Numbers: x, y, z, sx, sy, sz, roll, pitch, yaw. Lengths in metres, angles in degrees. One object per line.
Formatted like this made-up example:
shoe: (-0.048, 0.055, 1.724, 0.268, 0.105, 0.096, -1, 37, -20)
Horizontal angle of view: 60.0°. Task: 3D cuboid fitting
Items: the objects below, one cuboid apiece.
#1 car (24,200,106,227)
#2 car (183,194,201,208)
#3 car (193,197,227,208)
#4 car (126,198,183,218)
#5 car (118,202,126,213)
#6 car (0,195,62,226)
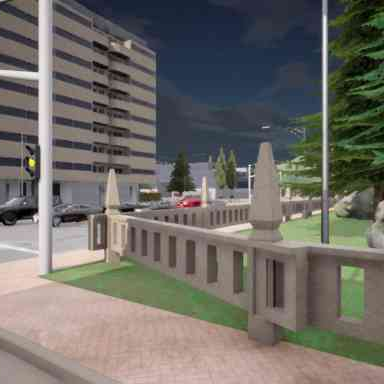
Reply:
car: (-8.618, 1.546, 23.274, 2.128, 1.511, 4.902, 0, 0, 34)
car: (0.207, 1.277, 42.341, 2.150, 2.045, 5.566, 0, 0, 34)
car: (2.464, 1.618, 39.434, 1.994, 1.385, 4.181, 0, 0, 35)
car: (-3.345, 1.546, 30.974, 2.128, 1.511, 4.902, 0, 0, 34)
car: (-6.555, 1.655, 32.485, 1.895, 1.301, 4.718, 0, 0, 34)
car: (-12.070, 1.277, 24.431, 2.150, 2.045, 5.566, 0, 0, 34)
